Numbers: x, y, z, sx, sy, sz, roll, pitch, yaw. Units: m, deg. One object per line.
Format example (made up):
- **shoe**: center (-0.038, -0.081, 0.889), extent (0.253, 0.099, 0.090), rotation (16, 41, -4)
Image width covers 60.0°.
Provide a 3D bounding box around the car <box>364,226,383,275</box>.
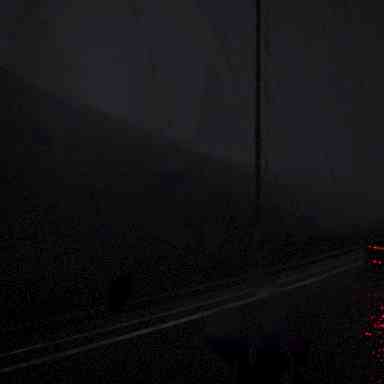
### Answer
- **car**: center (6.786, 1.636, 9.959), extent (4.892, 1.490, 1.837), rotation (0, 0, -44)
